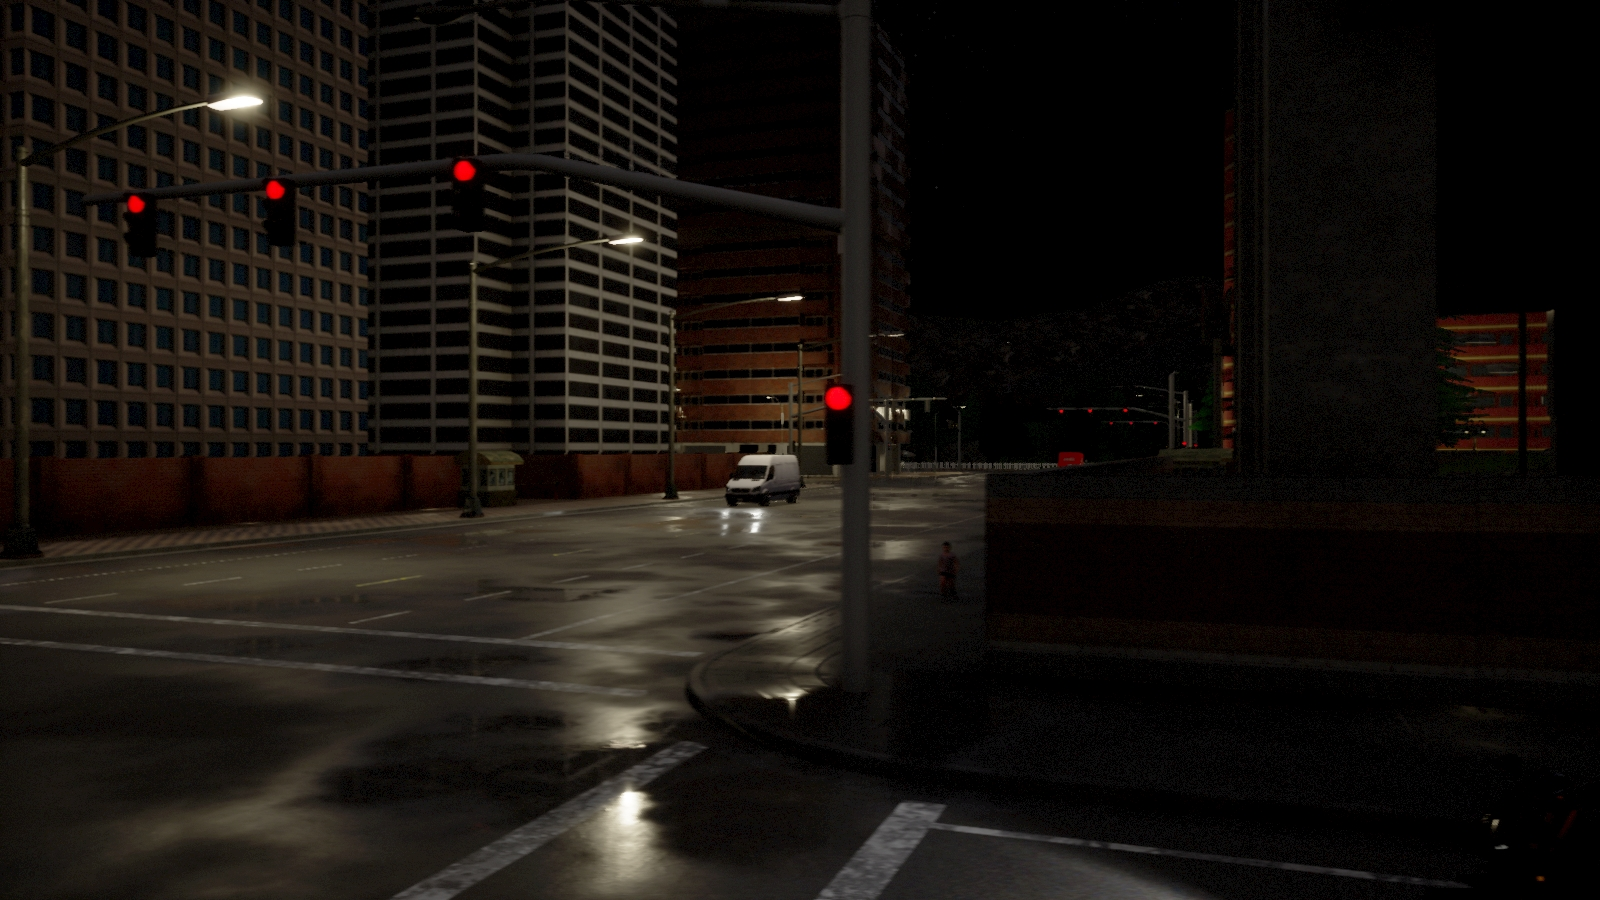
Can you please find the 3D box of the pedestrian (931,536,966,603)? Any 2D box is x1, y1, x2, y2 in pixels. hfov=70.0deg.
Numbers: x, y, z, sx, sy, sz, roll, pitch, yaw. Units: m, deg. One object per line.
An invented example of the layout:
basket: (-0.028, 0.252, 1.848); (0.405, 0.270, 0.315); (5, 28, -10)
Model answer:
pedestrian: (2.596, 2.078, 20.002); (0.500, 1.100, 0.500); (0, 0, 21)
